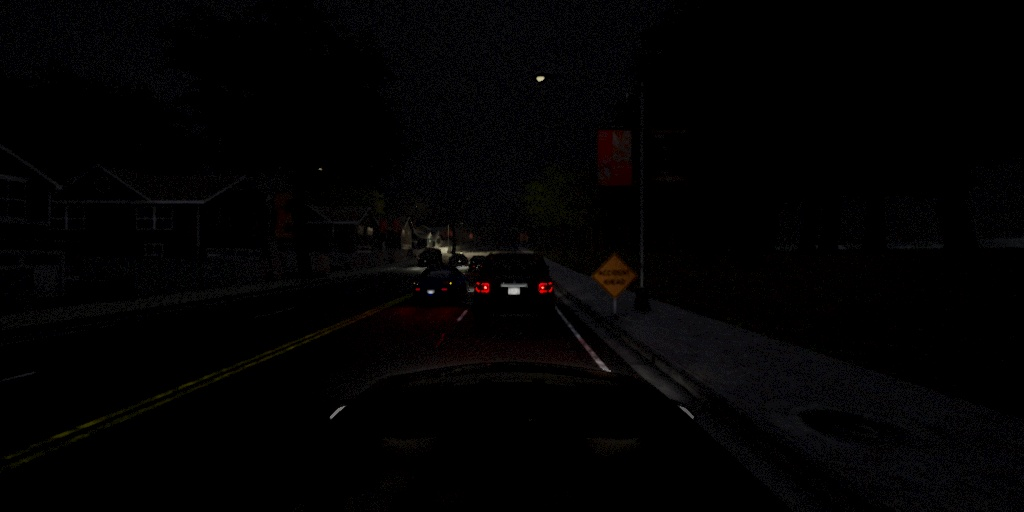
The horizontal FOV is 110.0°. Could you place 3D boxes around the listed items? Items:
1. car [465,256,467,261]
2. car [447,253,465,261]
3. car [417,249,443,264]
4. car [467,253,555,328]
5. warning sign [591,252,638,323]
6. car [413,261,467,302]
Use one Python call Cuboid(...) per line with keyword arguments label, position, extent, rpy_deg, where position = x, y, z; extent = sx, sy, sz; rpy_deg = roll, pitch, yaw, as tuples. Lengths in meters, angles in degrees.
Cuboid(label="car", position=(-3.146, 0.714, 35.401), extent=(1.837, 1.490, 4.892), rpy_deg=(0, 2, 0))
Cuboid(label="car", position=(-6.579, 0.435, 43.439), extent=(1.837, 1.490, 4.892), rpy_deg=(0, 2, 0))
Cuboid(label="car", position=(-9.830, 0.151, 43.436), extent=(2.150, 2.045, 5.566), rpy_deg=(0, 2, 0))
Cuboid(label="car", position=(0.069, 0.924, 11.366), extent=(2.150, 2.045, 5.566), rpy_deg=(0, 1, 0))
Cuboid(label="warning sign", position=(2.854, 0.832, 9.965), extent=(1.300, 1.860, 1.060), rpy_deg=(0, 0, 0))
Cuboid(label="car", position=(-3.159, 1.172, 16.295), extent=(1.812, 1.442, 4.674), rpy_deg=(0, 1, 0))
